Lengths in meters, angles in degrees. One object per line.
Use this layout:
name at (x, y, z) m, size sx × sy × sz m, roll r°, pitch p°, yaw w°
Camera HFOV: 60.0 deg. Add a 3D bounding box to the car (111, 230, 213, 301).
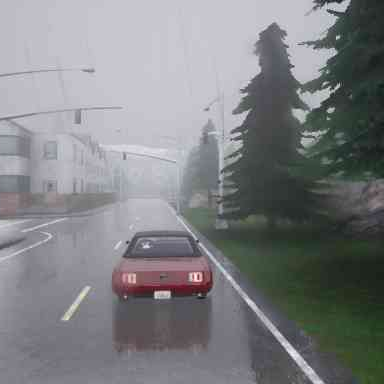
car at (-0.726, 1.601, 8.317) m, size 1.895 × 1.301 × 4.718 m, roll 0°, pitch 0°, yaw -5°
